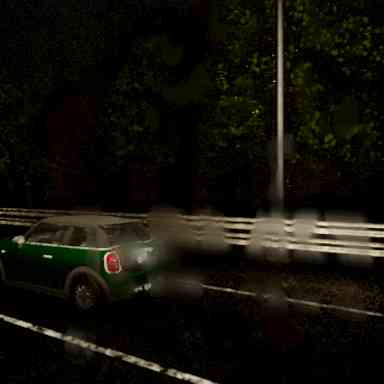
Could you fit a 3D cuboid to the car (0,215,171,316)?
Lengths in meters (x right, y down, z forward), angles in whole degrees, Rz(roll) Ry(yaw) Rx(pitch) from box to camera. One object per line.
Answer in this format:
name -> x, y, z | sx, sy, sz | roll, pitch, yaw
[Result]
car -> -2.794, 1.324, 7.650 | 4.553, 1.767, 2.097 | 0, 0, 30
